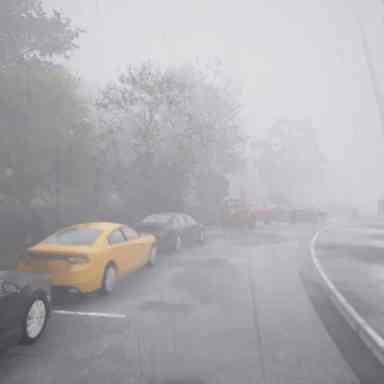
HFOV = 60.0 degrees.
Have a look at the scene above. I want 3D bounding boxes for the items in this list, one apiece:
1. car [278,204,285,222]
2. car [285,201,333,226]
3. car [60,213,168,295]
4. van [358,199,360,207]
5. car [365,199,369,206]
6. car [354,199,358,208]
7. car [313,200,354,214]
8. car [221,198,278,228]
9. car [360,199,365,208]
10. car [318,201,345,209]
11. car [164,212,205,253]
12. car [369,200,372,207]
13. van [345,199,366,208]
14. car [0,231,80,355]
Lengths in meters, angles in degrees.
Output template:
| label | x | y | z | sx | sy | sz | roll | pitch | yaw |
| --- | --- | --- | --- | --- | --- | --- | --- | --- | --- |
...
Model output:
| label | x | y | z | sx | sy | sz | roll | pitch | yaw |
| --- | --- | --- | --- | --- | --- | --- | --- | --- | --- |
| car | 7.594 | 1.797 | 29.812 | 2.097 | 1.535 | 5.008 | -1 | -1 | 37 |
| car | 9.065 | 1.681 | 25.557 | 1.882 | 1.535 | 5.008 | -2 | -1 | 34 |
| car | -2.450 | 1.566 | 9.119 | 2.097 | 1.535 | 5.008 | 0 | 0 | 12 |
| van | 35.023 | 2.666 | 75.777 | 4.442 | 1.987 | 1.878 | -2 | -2 | 19 |
| car | 38.980 | 3.002 | 80.288 | 5.366 | 1.575 | 1.946 | -2 | -3 | 18 |
| car | 33.276 | 2.861 | 73.443 | 4.792 | 1.488 | 2.163 | -2 | -2 | 18 |
| car | 16.779 | 1.922 | 39.949 | 2.033 | 1.411 | 5.357 | 0 | -2 | -3 |
| car | 4.148 | 1.492 | 24.909 | 2.435 | 2.045 | 5.566 | -1 | -1 | 31 |
| car | 36.976 | 2.949 | 78.037 | 4.892 | 1.521 | 2.231 | -2 | -2 | 18 |
| car | 27.776 | 2.688 | 66.531 | 4.792 | 1.488 | 2.163 | -2 | -2 | 18 |
| car | -0.878 | 1.639 | 14.640 | 2.231 | 1.521 | 4.892 | -1 | -1 | 20 |
| car | 42.472 | 3.175 | 84.944 | 4.674 | 1.452 | 2.002 | -2 | -2 | 18 |
| van | 40.523 | 2.850 | 82.691 | 4.442 | 1.987 | 1.878 | -2 | -2 | 18 |
| car | -3.329 | 1.483 | 3.594 | 2.231 | 1.521 | 4.892 | 0 | 0 | 4 |
